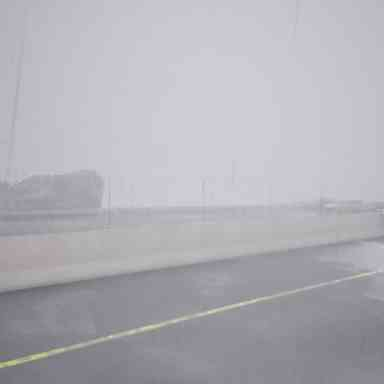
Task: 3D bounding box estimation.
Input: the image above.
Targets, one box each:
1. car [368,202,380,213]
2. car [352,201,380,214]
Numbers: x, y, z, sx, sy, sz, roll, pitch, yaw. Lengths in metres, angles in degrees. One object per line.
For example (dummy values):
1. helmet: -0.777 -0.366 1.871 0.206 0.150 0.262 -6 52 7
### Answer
1. car: 15.433 1.592 25.168 4.718 1.301 1.895 0 0 -27
2. car: 16.551 1.535 29.636 5.357 1.411 2.033 0 0 -26
